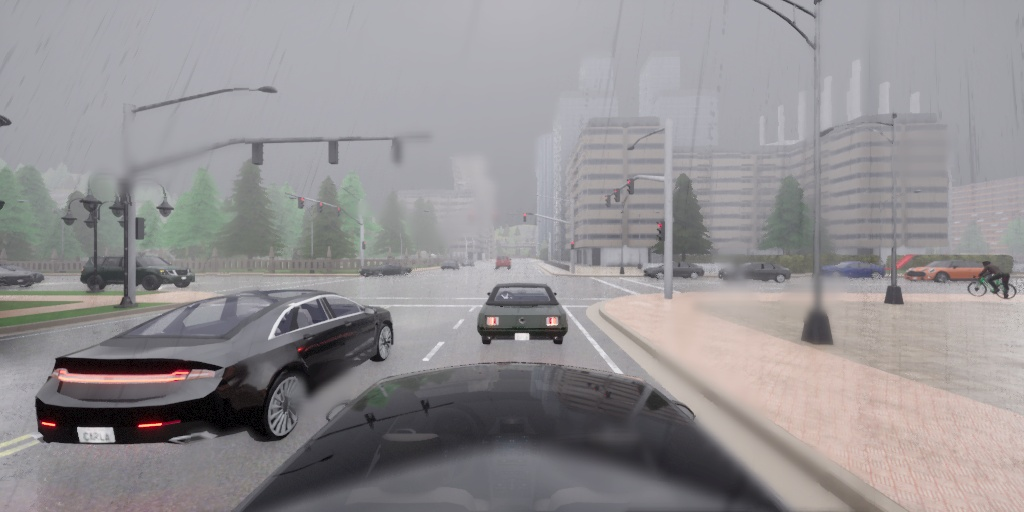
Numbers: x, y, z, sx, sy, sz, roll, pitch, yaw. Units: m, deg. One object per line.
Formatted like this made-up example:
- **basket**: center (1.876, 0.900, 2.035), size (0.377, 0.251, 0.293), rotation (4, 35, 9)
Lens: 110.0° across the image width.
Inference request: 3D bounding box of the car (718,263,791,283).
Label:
- **car**: center (18.483, 1.255, 27.438), size (4.892, 1.490, 1.837), rotation (0, 0, 2)

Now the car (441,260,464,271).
- **car**: center (-8.645, 1.297, 50.686), size (2.033, 1.411, 5.357), rotation (0, 0, 2)

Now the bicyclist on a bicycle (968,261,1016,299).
- **bicyclist on a bicycle**: center (21.181, 1.051, 15.859), size (0.582, 1.620, 1.656), rotation (0, 0, 2)

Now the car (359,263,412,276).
- **car**: center (-11.879, 1.351, 33.928), size (1.895, 1.301, 4.718), rotation (0, 0, 35)

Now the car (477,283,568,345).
- **car**: center (0.263, 1.351, 9.494), size (1.895, 1.301, 4.718), rotation (0, 0, 1)

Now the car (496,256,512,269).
- **car**: center (-1.280, 0.971, 55.602), size (2.150, 2.045, 5.566), rotation (0, 0, 2)

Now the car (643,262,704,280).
- **car**: center (13.960, 1.253, 31.089), size (4.892, 1.490, 1.837), rotation (0, 0, 2)

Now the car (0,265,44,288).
- **car**: center (-32.434, 1.228, 21.940), size (5.008, 1.535, 1.882), rotation (1, 0, 2)

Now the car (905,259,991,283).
- **car**: center (32.629, 1.103, 26.964), size (4.553, 1.767, 2.097), rotation (0, 0, 2)

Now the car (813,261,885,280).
- **car**: center (28.673, 1.227, 30.601), size (5.008, 1.535, 1.882), rotation (0, 0, 2)

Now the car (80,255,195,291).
- **car**: center (-22.429, 0.971, 21.581), size (5.566, 2.045, 2.150), rotation (0, 0, 2)

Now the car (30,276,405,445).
- **car**: center (-3.330, 1.242, 5.343), size (2.128, 1.511, 4.902), rotation (0, 0, 1)
